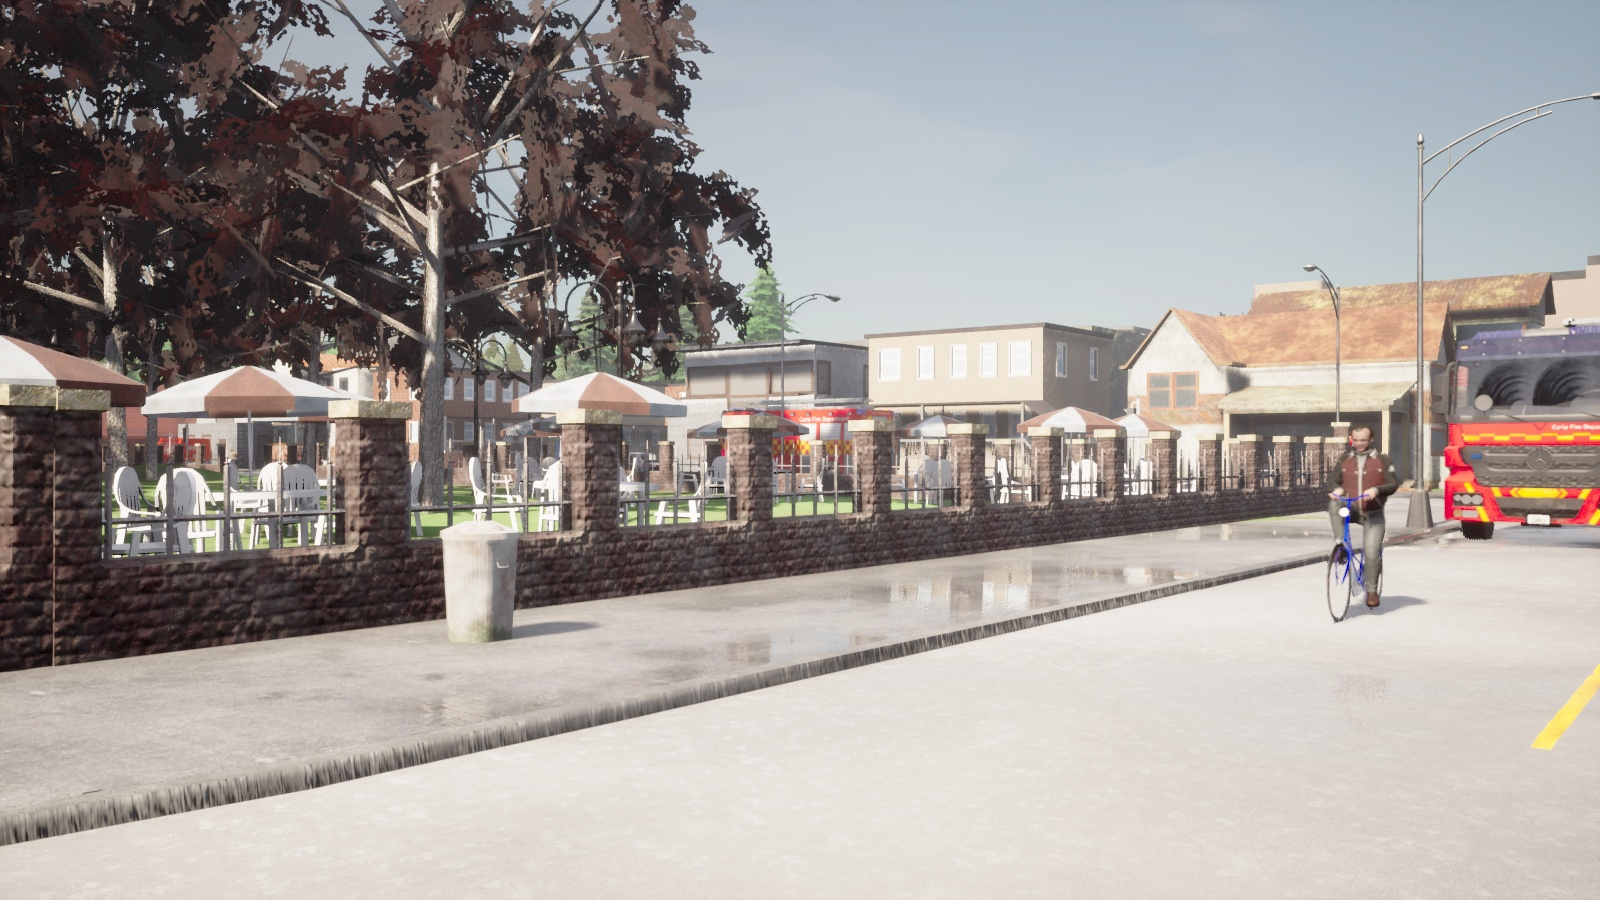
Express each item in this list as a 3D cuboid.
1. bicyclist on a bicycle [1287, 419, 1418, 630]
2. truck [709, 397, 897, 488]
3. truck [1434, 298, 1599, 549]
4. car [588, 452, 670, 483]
[{"bbox_3d":[5.080,0.629,11.488,0.659,1.776,1.843,0,0,38],"label":"bicyclist on a bicycle"},{"bbox_3d":[0.027,-0.305,56.337,8.468,3.827,2.891,0,0,38],"label":"truck"},{"bbox_3d":[14.223,-0.397,22.945,2.891,3.827,8.468,0,0,40],"label":"truck"},{"bbox_3d":[-8.611,0.853,63.137,3.806,1.475,1.970,0,0,39],"label":"car"}]
